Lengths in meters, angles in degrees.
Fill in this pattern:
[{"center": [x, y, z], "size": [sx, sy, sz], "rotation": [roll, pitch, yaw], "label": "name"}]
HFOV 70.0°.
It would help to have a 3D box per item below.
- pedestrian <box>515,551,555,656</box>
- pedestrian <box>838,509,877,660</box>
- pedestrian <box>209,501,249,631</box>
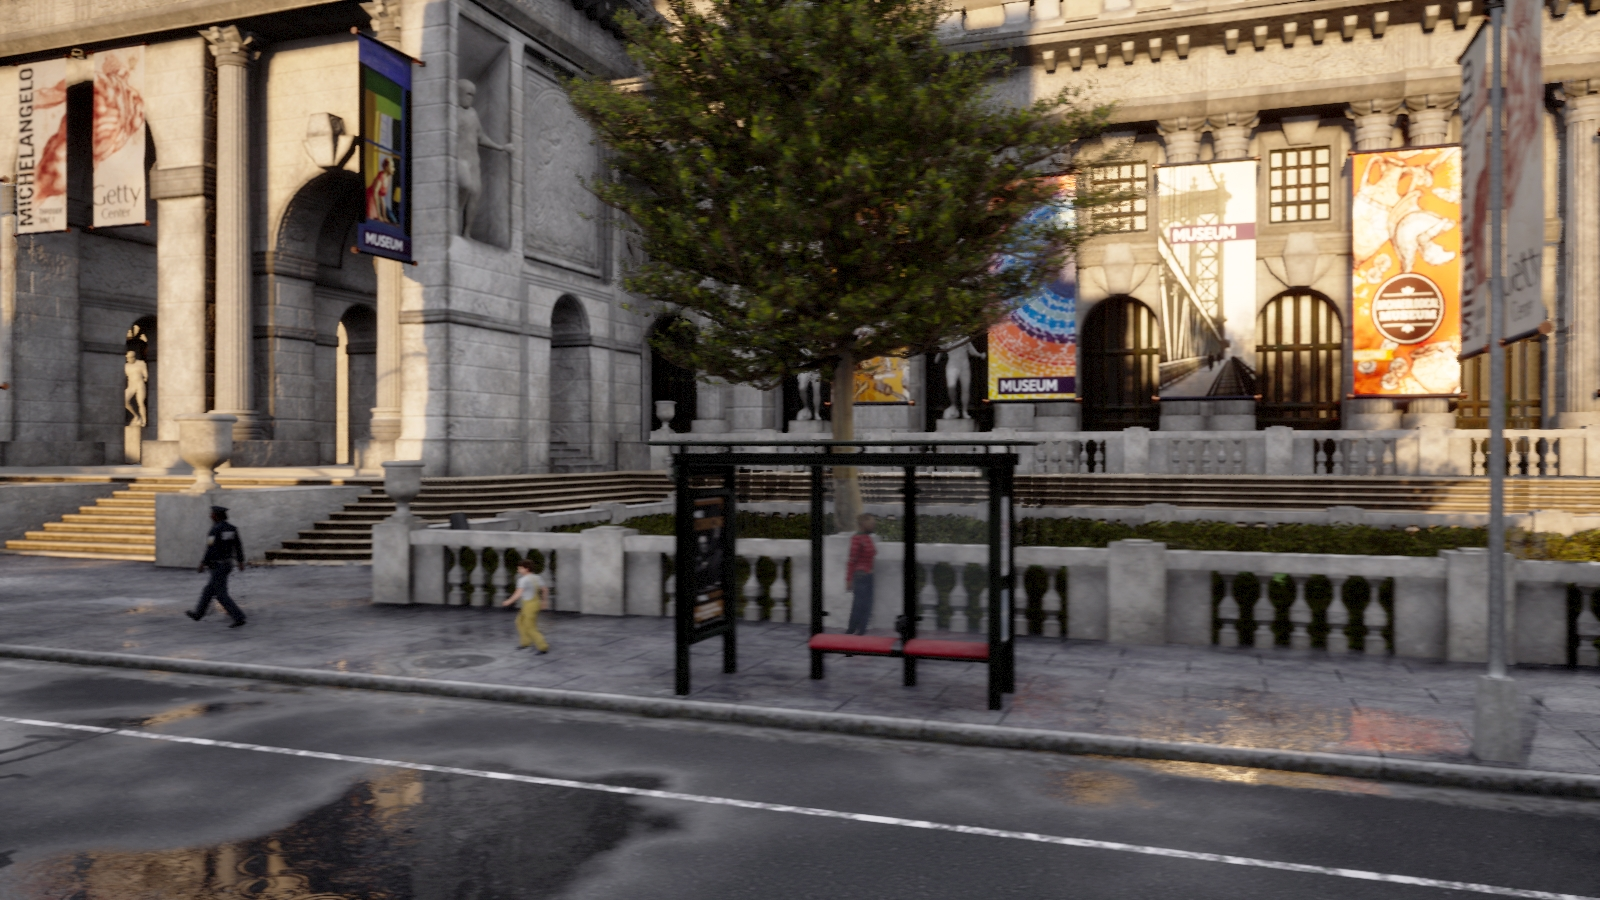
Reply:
[{"center": [-3.429, 1.975, 14.790], "size": [0.375, 1.300, 0.375], "rotation": [0, 0, 13], "label": "pedestrian"}, {"center": [0.735, 1.695, 14.571], "size": [0.375, 1.860, 0.375], "rotation": [0, 0, 30], "label": "pedestrian"}, {"center": [-8.383, 1.694, 16.782], "size": [0.375, 1.860, 0.375], "rotation": [0, 0, 12], "label": "pedestrian"}]
